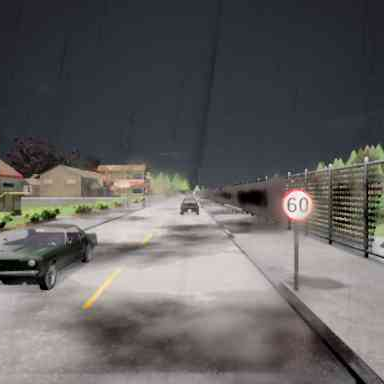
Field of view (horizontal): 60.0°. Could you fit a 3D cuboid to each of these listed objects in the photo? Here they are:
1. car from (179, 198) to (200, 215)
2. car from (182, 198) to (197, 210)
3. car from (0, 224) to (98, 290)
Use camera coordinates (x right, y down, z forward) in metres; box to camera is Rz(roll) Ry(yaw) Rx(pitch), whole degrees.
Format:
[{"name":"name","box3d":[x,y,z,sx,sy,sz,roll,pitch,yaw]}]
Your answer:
[{"name":"car","box3d":[-0.242,1.537,34.746,1.837,1.490,4.892,0,0,-1]},{"name":"car","box3d":[-0.353,1.546,45.083,1.837,1.490,4.892,0,0,-1]},{"name":"car","box3d":[-4.176,1.609,9.263,1.895,1.301,4.718,0,0,0]}]
